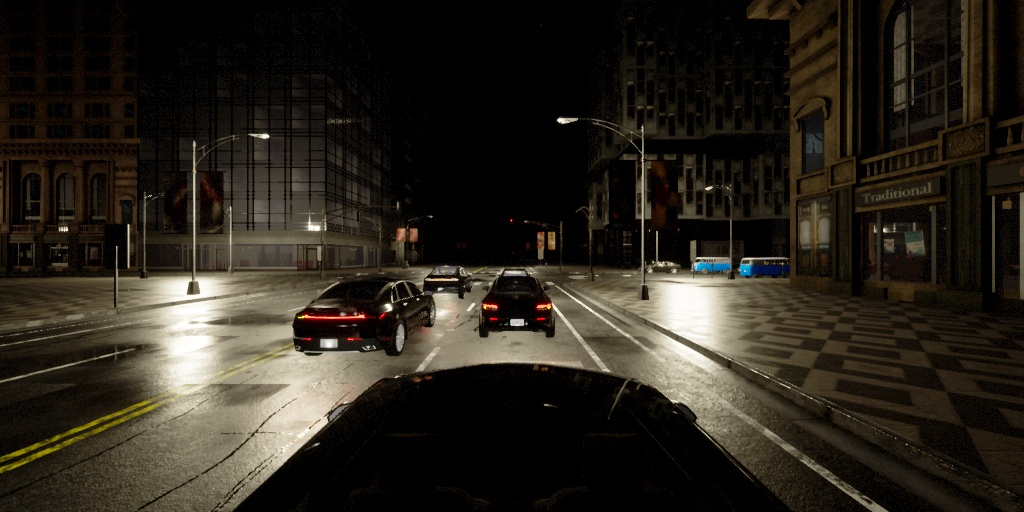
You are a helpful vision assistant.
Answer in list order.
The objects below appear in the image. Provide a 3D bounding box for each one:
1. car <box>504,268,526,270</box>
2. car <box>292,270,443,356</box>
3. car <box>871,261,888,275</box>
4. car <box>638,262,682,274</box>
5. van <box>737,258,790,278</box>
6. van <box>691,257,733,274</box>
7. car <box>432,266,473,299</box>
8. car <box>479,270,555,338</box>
[{"bbox_3d":[0.146,1.314,18.464,1.994,1.385,4.181,0,0,0],"label":"car"},{"bbox_3d":[-3.134,1.255,8.580,1.837,1.490,4.892,0,0,0],"label":"car"},{"bbox_3d":[32.774,1.251,30.186,4.207,1.307,1.802,0,0,0],"label":"car"},{"bbox_3d":[15.977,1.263,38.829,4.403,1.370,2.007,0,0,0],"label":"car"},{"bbox_3d":[21.537,1.032,30.265,3.998,1.789,1.690,0,0,0],"label":"van"},{"bbox_3d":[21.596,1.042,38.790,3.998,1.789,1.690,0,0,0],"label":"van"},{"bbox_3d":[-3.108,1.241,17.994,2.128,1.511,4.902,0,0,0],"label":"car"},{"bbox_3d":[0.121,1.276,10.075,1.812,1.442,4.674,0,0,0],"label":"car"}]
